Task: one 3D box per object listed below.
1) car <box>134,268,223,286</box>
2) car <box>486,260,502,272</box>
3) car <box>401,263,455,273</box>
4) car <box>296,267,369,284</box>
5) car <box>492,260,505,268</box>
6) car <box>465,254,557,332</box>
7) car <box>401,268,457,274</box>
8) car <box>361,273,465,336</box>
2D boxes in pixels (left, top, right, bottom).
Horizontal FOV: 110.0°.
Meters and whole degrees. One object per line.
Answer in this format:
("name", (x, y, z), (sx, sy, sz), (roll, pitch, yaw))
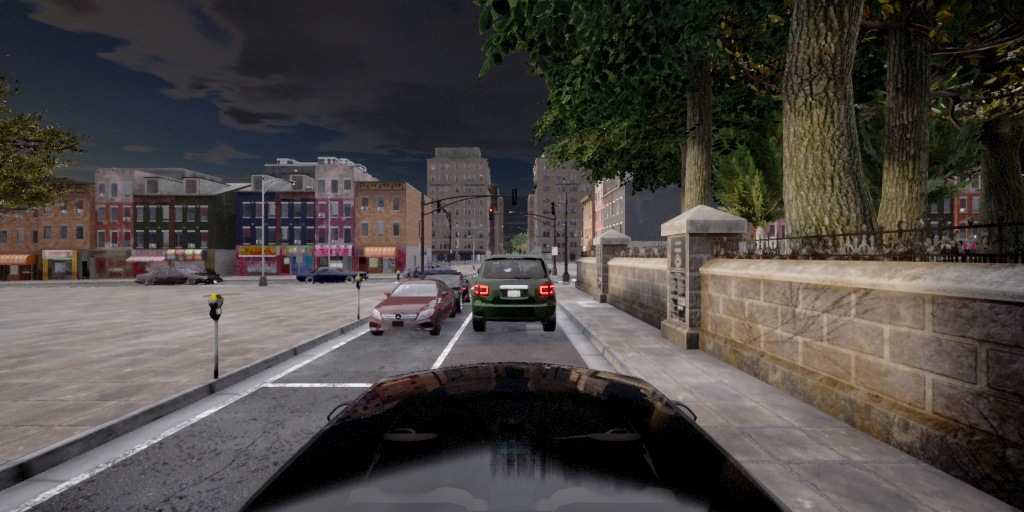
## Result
("car", (-24.952, 1.572, 26.905), (5.357, 1.411, 2.033), (-1, 0, 0))
("car", (-2.287, 1.266, 45.903), (1.812, 1.442, 4.674), (0, 0, 0))
("car", (-7.035, 1.334, 30.279), (4.674, 1.442, 1.812), (-1, 1, -25))
("car", (-13.358, 1.478, 26.942), (4.718, 1.301, 1.895), (-1, 0, 0))
("car", (-2.289, 1.300, 60.146), (1.994, 1.385, 4.181), (0, 0, 0))
("car", (0.076, 0.971, 11.058), (2.150, 2.045, 5.566), (0, 0, 1))
("car", (-2.638, 1.315, 14.041), (1.948, 1.339, 4.313), (0, 0, 0))
("car", (-2.638, 1.331, 10.379), (1.802, 1.307, 4.207), (0, 0, 0))
